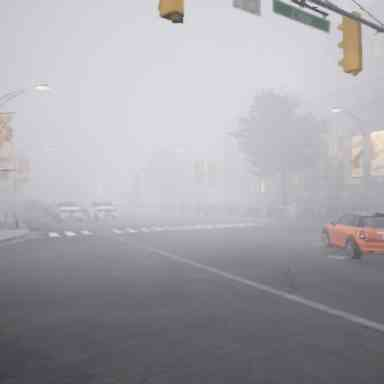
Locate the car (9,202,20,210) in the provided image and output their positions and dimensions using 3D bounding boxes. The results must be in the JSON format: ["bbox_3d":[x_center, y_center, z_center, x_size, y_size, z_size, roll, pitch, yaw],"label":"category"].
[{"bbox_3d":[-33.825,2.739,65.729,4.892,1.490,1.837,0,-1,17],"label":"car"}]

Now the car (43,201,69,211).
[{"bbox_3d":[-24.978,2.542,61.157,4.553,1.767,2.097,-1,-1,32],"label":"car"}]

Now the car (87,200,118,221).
[{"bbox_3d":[-9.665,1.908,35.593,2.150,2.045,5.566,1,-1,-30],"label":"car"}]

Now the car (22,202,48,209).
[{"bbox_3d":[-32.547,2.766,68.988,5.008,1.535,1.882,0,-1,17],"label":"car"}]

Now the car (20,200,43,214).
[{"bbox_3d":[-23.812,2.213,50.702,2.150,2.045,5.566,1,-2,-45],"label":"car"}]

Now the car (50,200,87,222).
[{"bbox_3d":[-12.699,1.880,33.848,2.150,2.045,5.566,1,-1,-30],"label":"car"}]

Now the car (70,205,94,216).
[{"bbox_3d":[-14.599,2.453,44.014,1.895,1.301,4.718,1,-1,-31],"label":"car"}]

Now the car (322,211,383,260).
[{"bbox_3d":[6.956,1.601,13.610,2.097,1.767,4.553,0,-1,6],"label":"car"}]

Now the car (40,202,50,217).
[{"bbox_3d":[-17.641,2.329,42.257,1.837,1.490,4.892,1,-1,-32],"label":"car"}]

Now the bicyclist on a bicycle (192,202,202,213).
[{"bbox_3d":[0.730,2.177,46.556,1.656,1.620,0.582,0,-1,-30],"label":"bicyclist on a bicycle"}]

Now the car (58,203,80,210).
[{"bbox_3d":[-23.897,2.816,64.622,4.181,1.385,1.994,-1,-1,32],"label":"car"}]
